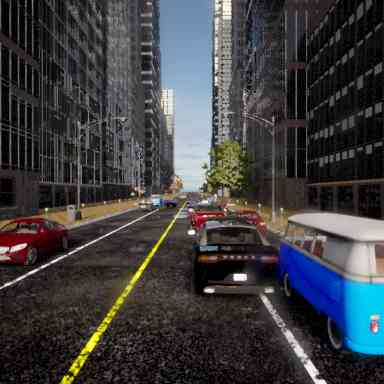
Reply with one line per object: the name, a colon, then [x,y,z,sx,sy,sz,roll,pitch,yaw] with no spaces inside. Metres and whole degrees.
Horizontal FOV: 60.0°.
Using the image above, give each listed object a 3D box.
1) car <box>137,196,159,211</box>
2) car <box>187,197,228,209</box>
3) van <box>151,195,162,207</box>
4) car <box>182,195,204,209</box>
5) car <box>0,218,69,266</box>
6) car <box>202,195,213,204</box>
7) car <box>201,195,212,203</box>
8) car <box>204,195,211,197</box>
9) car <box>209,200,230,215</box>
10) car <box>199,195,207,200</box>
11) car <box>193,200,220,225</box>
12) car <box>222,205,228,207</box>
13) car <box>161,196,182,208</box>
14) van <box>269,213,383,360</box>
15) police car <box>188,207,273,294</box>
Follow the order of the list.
car: [-5.558,1.548,39.992,2.008,1.369,4.403,0,0,0]
car: [0.912,1.351,18.794,2.097,1.767,4.553,0,0,0]
van: [-5.520,1.328,51.377,1.690,1.788,3.998,0,0,0]
car: [0.160,1.485,45.729,2.128,1.511,4.902,0,0,0]
car: [-5.653,1.582,11.529,1.802,1.307,4.206,0,0,0]
car: [2.899,1.410,62.730,1.967,1.590,4.097,0,0,0]
car: [2.918,1.401,68.422,1.967,1.590,4.097,0,0,0]
car: [2.842,1.544,45.653,2.008,1.369,4.403,0,0,0]
car: [2.804,1.581,34.268,1.802,1.307,4.206,0,0,0]
car: [2.994,1.462,91.193,1.887,1.381,4.507,0,0,0]
car: [0.983,1.455,25.021,1.801,1.575,5.366,0,0,0]
car: [2.747,1.581,17.190,1.802,1.307,4.206,0,0,0]
car: [-2.847,1.593,46.508,1.895,1.301,4.718,0,0,0]
van: [2.709,1.341,5.807,1.690,1.788,3.998,0,0,0]
police car: [0.929,1.425,8.941,1.930,1.638,5.238,0,0,0]
